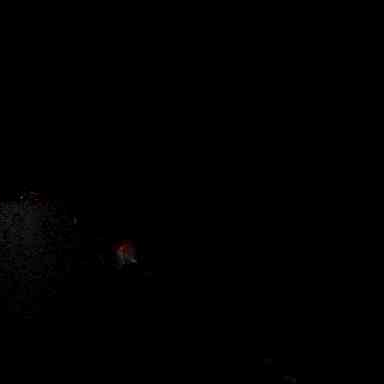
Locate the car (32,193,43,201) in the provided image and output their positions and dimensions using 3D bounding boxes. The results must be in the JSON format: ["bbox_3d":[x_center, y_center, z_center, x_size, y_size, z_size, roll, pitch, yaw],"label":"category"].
[{"bbox_3d":[-31.160,1.029,66.984,1.882,1.535,5.008,-3,1,-26],"label":"car"}]

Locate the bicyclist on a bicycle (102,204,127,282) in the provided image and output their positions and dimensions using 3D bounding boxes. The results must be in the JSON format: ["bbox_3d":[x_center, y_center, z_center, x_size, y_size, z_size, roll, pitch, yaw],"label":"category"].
[{"bbox_3d":[-1.896,1.156,8.073,0.659,1.776,1.843,-3,2,-26],"label":"bicyclist on a bicycle"}]

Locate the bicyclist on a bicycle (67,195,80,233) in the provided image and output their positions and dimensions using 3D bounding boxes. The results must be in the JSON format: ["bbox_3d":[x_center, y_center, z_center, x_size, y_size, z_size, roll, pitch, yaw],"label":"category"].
[{"bbox_3d":[-5.754,1.044,16.125,0.659,1.776,1.843,-3,2,-26],"label":"bicyclist on a bicycle"}]

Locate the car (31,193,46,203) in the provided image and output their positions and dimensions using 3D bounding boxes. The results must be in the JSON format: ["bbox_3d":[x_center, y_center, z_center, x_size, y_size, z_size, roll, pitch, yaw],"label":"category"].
[{"bbox_3d":[-23.942,0.976,52.129,1.837,1.490,4.892,-3,1,-26],"label":"car"}]
